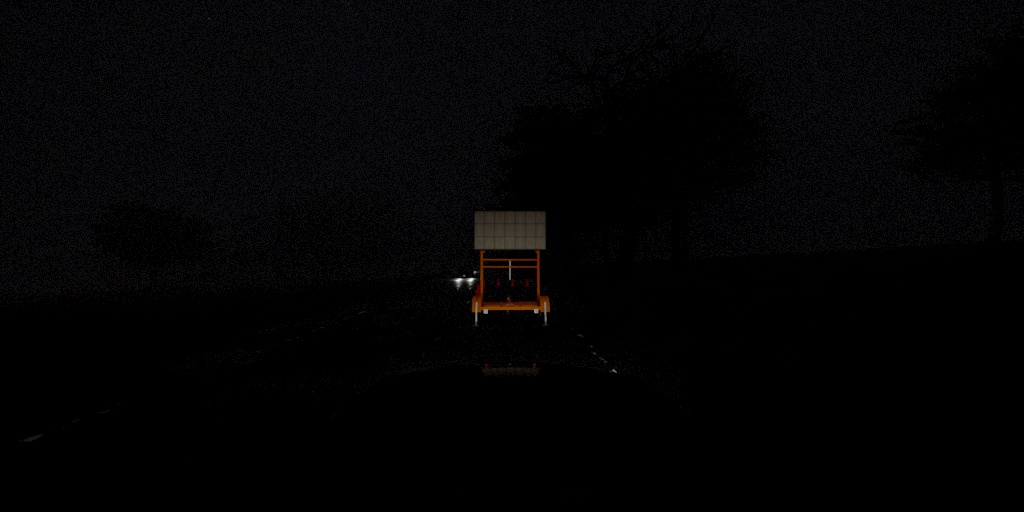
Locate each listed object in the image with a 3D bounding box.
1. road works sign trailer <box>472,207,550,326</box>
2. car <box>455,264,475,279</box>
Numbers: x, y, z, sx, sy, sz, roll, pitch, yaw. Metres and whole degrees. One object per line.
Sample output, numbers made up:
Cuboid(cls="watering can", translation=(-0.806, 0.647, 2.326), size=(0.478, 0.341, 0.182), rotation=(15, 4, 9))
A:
Cuboid(cls="road works sign trailer", translation=(-0.066, 0.231, 11.701), size=(2.380, 3.560, 2.880), rotation=(0, 0, -2))
Cuboid(cls="car", translation=(-4.999, 1.658, 38.588), size=(2.033, 1.411, 5.357), rotation=(0, -1, -4))
